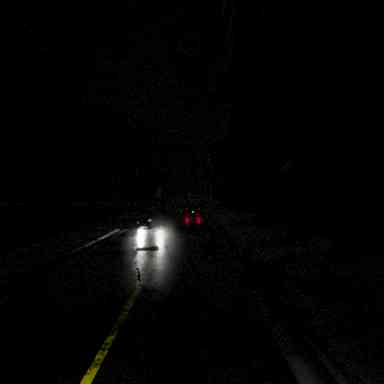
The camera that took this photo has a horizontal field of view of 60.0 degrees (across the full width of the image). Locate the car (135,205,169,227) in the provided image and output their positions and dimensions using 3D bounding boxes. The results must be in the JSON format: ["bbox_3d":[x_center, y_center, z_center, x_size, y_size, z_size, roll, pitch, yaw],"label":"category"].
[{"bbox_3d":[-2.596,1.569,22.421,1.994,1.385,4.181,0,0,0],"label":"car"}]

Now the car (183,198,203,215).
[{"bbox_3d":[0.100,1.619,33.989,1.895,1.301,4.718,0,0,0],"label":"car"}]
